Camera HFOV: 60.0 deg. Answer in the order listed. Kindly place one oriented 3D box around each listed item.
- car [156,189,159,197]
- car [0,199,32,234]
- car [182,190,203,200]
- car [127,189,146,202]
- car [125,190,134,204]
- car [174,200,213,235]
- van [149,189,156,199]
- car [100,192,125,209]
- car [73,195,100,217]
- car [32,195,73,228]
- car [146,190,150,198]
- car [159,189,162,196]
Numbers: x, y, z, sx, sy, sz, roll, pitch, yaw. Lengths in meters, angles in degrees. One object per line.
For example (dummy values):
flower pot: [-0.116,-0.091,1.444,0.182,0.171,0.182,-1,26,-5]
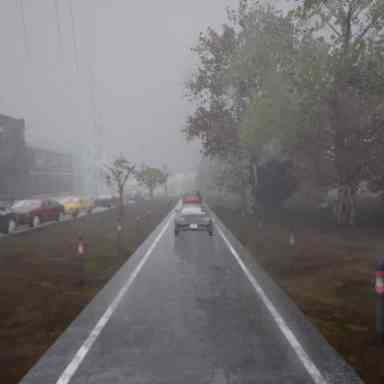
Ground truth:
car: [-9.181,0.534,74.572,2.231,1.521,4.892,0,-1,-2]
car: [-9.020,1.179,13.552,2.231,1.521,4.892,0,1,2]
car: [0.047,0.772,37.236,2.150,2.045,5.566,0,1,0]
car: [-9.119,0.538,51.170,2.435,2.045,5.566,0,1,0]
car: [-9.094,0.858,41.289,2.097,1.535,5.008,0,0,2]
car: [0.075,1.345,17.243,1.812,1.442,4.674,0,1,0]
van: [-9.171,0.384,68.885,1.878,1.987,4.442,0,1,2]
car: [-9.078,0.927,35.741,2.097,1.535,5.008,0,1,2]
car: [-9.059,1.034,25.489,1.946,1.575,5.366,0,1,2]
car: [-9.034,1.118,19.108,2.097,1.535,5.008,0,0,2]
car: [-9.137,0.751,57.918,2.002,1.452,4.674,0,1,0]
car: [-9.194,0.512,80.083,2.163,1.488,4.792,0,-1,-2]
